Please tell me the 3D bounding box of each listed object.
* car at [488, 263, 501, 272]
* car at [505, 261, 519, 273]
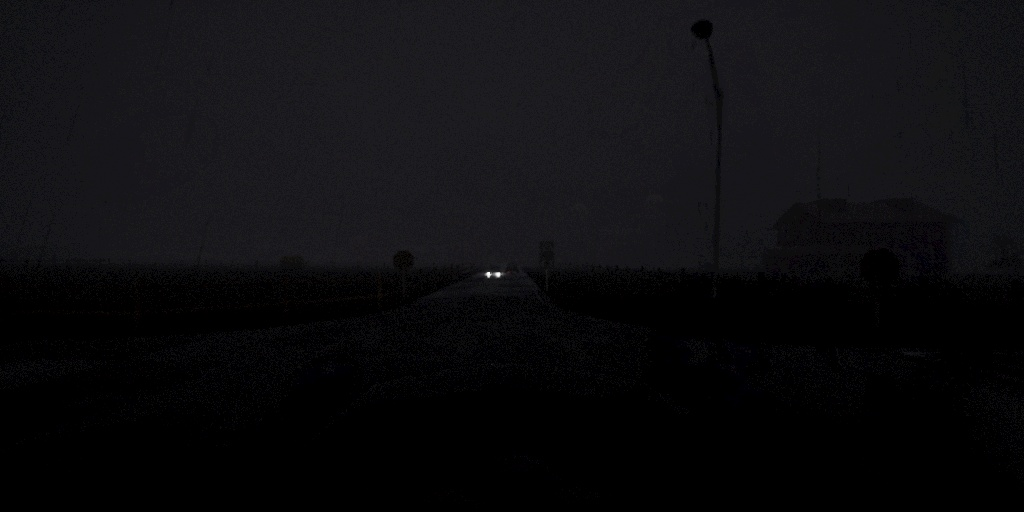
[{"bbox_3d":[-2.735,1.756,55.744,1.895,1.301,4.718,0,0,0],"label":"car"},{"bbox_3d":[0.015,1.672,51.184,1.994,1.385,4.181,0,0,0],"label":"car"}]
